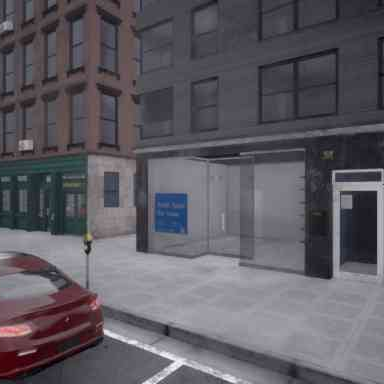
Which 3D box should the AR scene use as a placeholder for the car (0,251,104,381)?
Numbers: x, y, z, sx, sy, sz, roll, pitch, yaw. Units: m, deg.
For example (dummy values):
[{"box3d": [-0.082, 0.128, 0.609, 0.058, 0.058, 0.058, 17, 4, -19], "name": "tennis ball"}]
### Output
[{"box3d": [-3.089, 1.582, 5.026, 4.206, 1.307, 1.802, 0, 0, 36], "name": "car"}]
